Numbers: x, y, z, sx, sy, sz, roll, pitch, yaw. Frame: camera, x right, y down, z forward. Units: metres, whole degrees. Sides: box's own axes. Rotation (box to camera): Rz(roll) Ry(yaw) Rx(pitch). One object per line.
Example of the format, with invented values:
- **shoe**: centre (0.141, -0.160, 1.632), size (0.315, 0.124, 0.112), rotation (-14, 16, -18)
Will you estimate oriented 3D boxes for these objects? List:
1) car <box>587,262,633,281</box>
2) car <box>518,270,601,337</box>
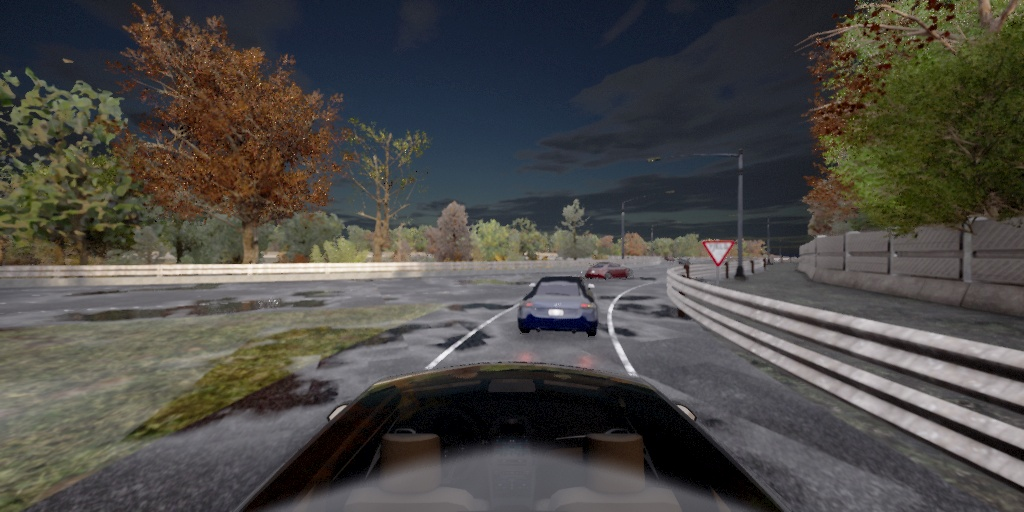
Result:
- **car**: centre (7.829, 1.190, 28.766), size (4.181, 1.385, 1.994), rotation (0, 0, -37)
- **car**: centre (1.408, 1.273, 10.306), size (1.994, 1.385, 4.181), rotation (0, 0, 11)
